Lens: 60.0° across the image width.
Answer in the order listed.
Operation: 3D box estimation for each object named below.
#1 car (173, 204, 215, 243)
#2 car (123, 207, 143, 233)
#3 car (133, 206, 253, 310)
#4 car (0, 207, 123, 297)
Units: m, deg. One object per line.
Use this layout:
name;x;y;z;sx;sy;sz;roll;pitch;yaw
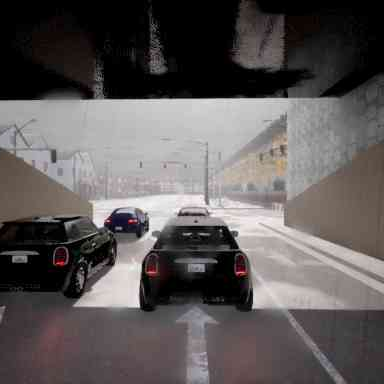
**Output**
car;0.089;1.478;17.223;1.882;1.535;5.008;0;0;0
car;-3.411;1.526;17.769;1.812;1.442;4.674;0;0;0
car;0.080;1.352;7.955;2.097;1.767;4.553;0;0;0
car;-3.414;1.352;8.718;2.097;1.767;4.553;0;0;0
